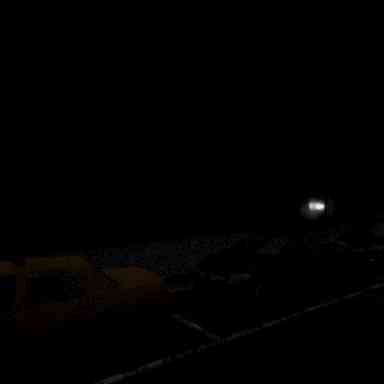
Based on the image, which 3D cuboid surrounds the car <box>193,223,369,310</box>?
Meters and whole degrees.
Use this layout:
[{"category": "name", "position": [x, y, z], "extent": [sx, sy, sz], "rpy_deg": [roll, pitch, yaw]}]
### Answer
[{"category": "car", "position": [1.987, 1.518, 7.587], "extent": [4.206, 1.307, 1.802], "rpy_deg": [-1, 0, -35]}]

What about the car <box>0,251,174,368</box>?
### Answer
[{"category": "car", "position": [-2.568, 1.522, 4.357], "extent": [4.829, 1.417, 1.752], "rpy_deg": [-1, 0, -35]}]

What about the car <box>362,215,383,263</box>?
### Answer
[{"category": "car", "position": [6.402, 1.426, 10.718], "extent": [4.403, 1.369, 2.008], "rpy_deg": [-1, 0, -35]}]
